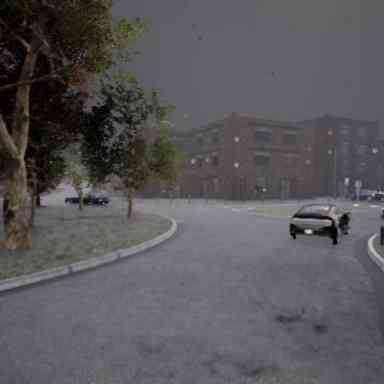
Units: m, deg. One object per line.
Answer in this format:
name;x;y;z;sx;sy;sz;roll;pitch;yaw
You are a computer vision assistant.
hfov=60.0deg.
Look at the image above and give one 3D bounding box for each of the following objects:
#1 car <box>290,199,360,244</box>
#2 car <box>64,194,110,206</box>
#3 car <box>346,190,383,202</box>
car;5.814;1.269;14.775;2.128;1.511;4.902;1;1;33
car;-11.300;0.844;35.606;4.718;1.301;1.895;1;1;23
car;23.948;0.462;46.516;2.185;1.767;4.553;-1;2;-27
